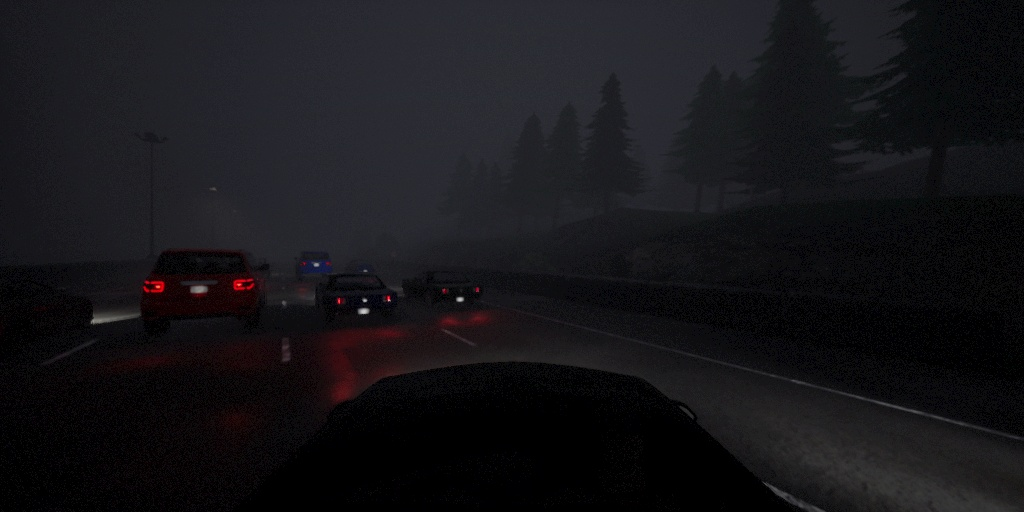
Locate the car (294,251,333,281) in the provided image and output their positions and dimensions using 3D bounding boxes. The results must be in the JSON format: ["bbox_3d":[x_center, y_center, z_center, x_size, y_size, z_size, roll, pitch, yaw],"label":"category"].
[{"bbox_3d":[-14.649,0.657,26.473,2.150,2.045,5.566,1,0,-33],"label":"car"}]

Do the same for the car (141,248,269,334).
[{"bbox_3d":[-8.448,0.812,10.289,2.150,2.045,5.566,1,0,-33],"label":"car"}]

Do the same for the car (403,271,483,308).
[{"bbox_3d":[-3.065,1.255,14.855,1.895,1.301,4.718,1,0,-33],"label":"car"}]

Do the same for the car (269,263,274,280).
[{"bbox_3d":[-17.928,0.883,25.098,2.128,1.511,4.902,1,0,-33],"label":"car"}]

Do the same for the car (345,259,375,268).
[{"bbox_3d":[-12.621,0.980,29.790,1.812,1.442,4.674,1,0,-33],"label":"car"}]

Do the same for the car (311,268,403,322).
[{"bbox_3d":[-5.331,1.232,11.903,1.895,1.301,4.718,1,0,-33],"label":"car"}]

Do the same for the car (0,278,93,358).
[{"bbox_3d":[-10.682,1.132,7.280,1.994,1.385,4.181,1,0,-33],"label":"car"}]
